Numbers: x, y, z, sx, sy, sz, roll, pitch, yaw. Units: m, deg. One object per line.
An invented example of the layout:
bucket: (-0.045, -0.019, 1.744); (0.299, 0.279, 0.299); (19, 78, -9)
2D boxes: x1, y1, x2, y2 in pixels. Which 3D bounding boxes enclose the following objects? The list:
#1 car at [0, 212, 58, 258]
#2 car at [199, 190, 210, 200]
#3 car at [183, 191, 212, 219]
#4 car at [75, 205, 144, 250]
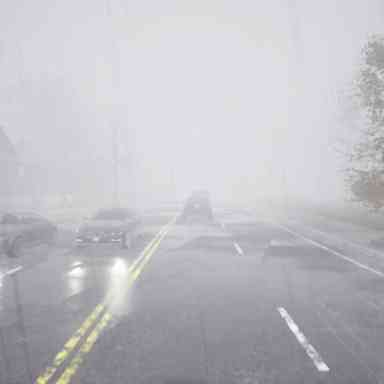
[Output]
car: (-6.468, 1.412, 11.882); (1.994, 1.385, 4.181); (0, 1, 1)
car: (2.549, 0.580, 67.402); (2.097, 1.767, 4.553); (0, 1, 5)
car: (0.412, 1.045, 25.427); (2.097, 1.767, 4.553); (0, 1, 1)
car: (-3.180, 1.336, 13.617); (1.837, 1.490, 4.892); (0, 0, 1)
